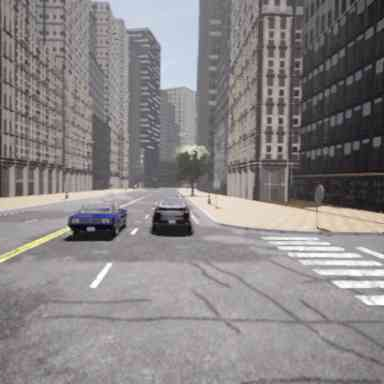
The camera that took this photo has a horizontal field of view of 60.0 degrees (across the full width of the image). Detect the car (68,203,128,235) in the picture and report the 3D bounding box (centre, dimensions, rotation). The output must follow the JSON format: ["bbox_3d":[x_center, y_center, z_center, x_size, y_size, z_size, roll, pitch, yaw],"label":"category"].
[{"bbox_3d":[-4.204,1.170,15.646,1.895,1.301,4.718,1,1,-3],"label":"car"}]

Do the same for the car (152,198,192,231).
[{"bbox_3d":[-1.030,1.083,17.222,2.128,1.511,4.902,1,0,-3],"label":"car"}]
